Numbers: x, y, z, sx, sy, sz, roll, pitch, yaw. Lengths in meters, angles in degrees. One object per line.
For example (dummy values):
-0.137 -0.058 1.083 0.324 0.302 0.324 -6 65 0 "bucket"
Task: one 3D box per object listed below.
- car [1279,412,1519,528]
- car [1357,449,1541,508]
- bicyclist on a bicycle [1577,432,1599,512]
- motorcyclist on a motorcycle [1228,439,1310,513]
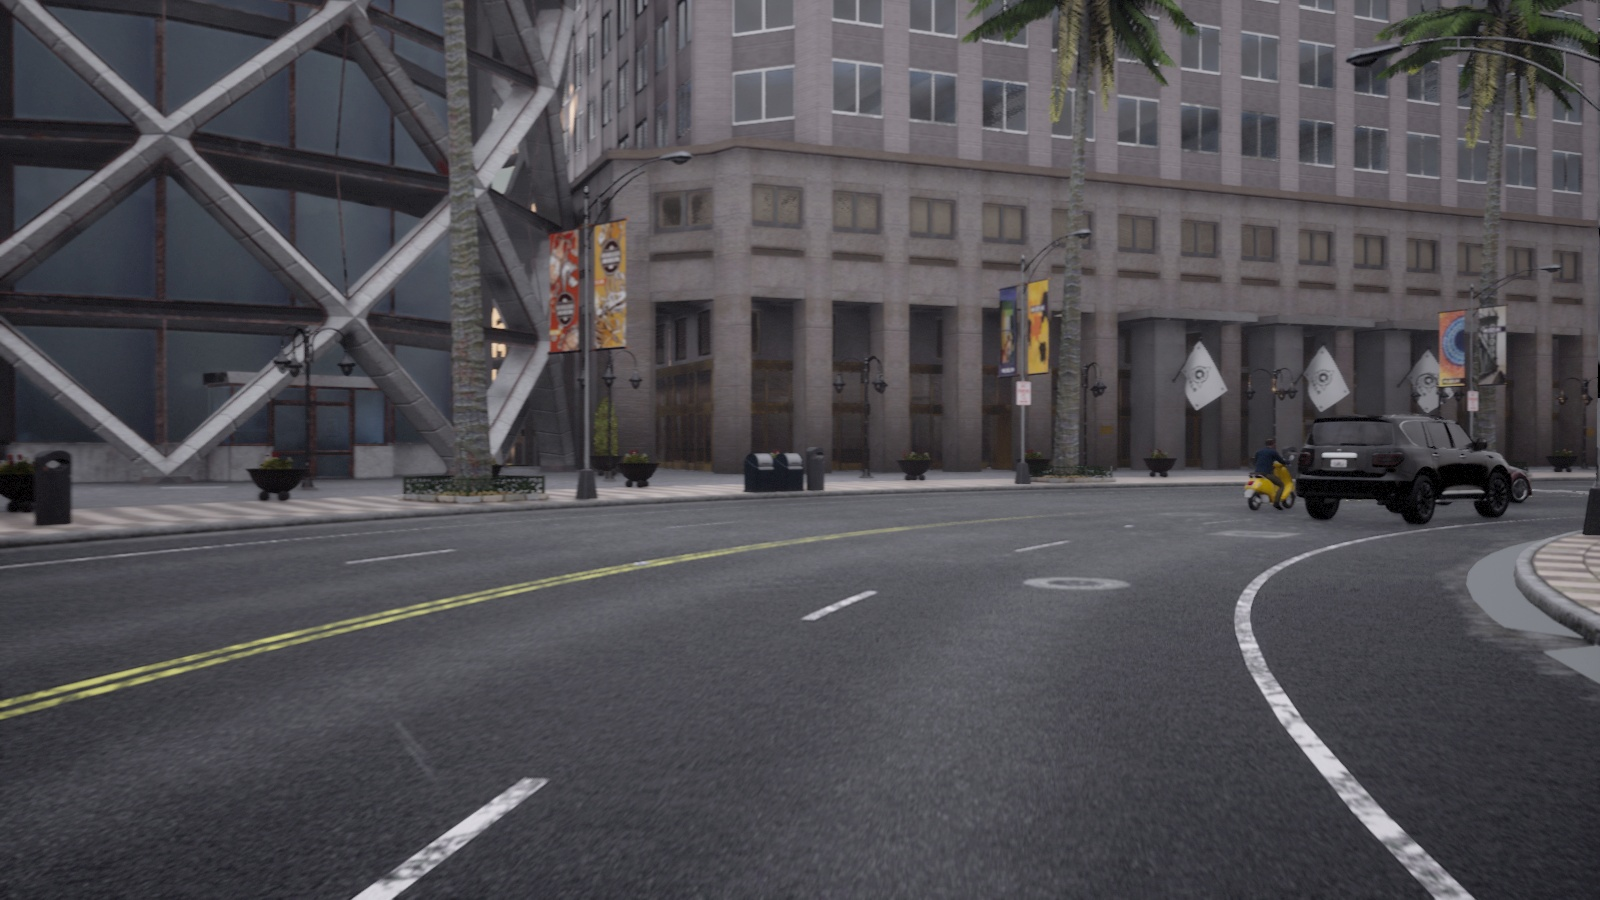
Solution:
11.900 0.347 24.753 5.566 2.045 2.150 0 0 -40 "car"
16.238 0.663 31.416 4.181 1.385 1.994 0 0 -26 "car"
18.617 0.490 28.587 1.843 1.776 0.659 0 0 -25 "bicyclist on a bicycle"
10.447 0.561 27.967 1.817 1.590 0.866 0 0 -37 "motorcyclist on a motorcycle"
